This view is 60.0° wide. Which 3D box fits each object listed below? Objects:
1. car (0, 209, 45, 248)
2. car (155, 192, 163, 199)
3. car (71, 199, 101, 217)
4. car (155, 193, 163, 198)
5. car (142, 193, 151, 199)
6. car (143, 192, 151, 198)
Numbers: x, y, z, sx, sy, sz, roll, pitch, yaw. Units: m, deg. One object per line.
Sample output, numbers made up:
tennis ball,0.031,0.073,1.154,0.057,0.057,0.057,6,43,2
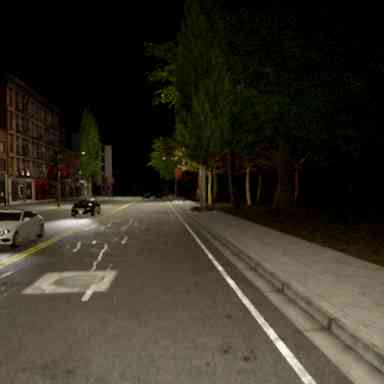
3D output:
car,-7.934,1.490,14.609,1.812,1.442,4.674,-1,0,-6
car,-8.505,0.904,85.729,2.097,1.767,4.553,-1,1,-6
car,-9.435,1.374,29.912,2.128,1.511,4.902,-1,0,-6
car,-9.345,0.886,94.091,1.994,1.385,4.181,-1,1,-6
car,-11.619,1.127,84.230,2.033,1.411,5.357,-1,1,-6
car,-12.578,0.889,93.765,2.128,1.511,4.902,-1,1,-6
